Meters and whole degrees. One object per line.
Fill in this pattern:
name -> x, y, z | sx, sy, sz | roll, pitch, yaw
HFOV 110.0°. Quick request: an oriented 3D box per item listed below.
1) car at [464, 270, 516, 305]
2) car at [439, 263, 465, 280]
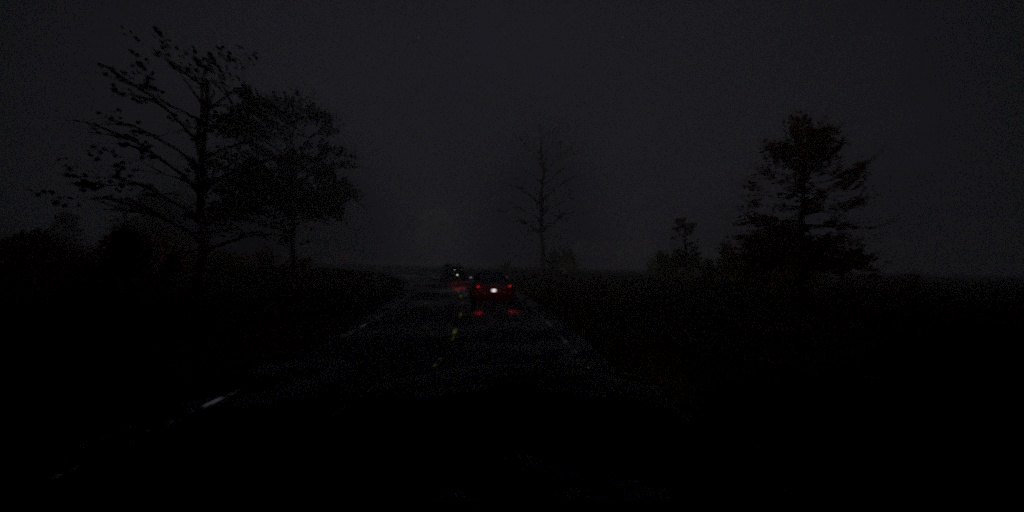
car -> -1.052, 1.403, 16.797 | 1.994, 1.385, 4.181 | 0, 0, -9
car -> -5.646, 1.409, 33.747 | 1.837, 1.490, 4.892 | 1, 0, -21
